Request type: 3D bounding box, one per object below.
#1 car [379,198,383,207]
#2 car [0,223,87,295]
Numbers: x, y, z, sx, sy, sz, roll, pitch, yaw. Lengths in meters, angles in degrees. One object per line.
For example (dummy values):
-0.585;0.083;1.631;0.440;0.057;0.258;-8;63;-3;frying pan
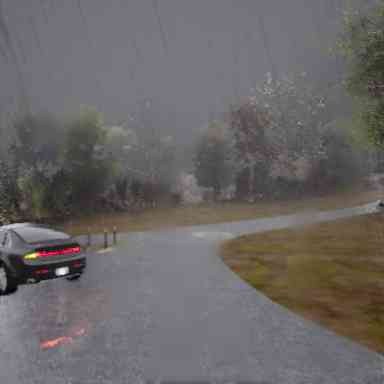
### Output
28.675;1.386;48.426;1.994;1.385;4.181;-3;-1;41;car
-4.802;1.643;9.284;4.892;1.490;1.837;-2;-1;42;car
